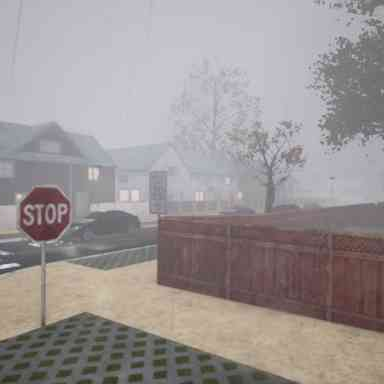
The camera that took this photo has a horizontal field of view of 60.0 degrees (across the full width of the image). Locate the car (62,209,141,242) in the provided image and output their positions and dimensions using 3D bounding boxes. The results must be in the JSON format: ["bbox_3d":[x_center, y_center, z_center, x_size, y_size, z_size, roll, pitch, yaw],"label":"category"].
[{"bbox_3d":[-4.706,1.647,17.469,1.812,1.442,4.674,0,0,36],"label":"car"}]

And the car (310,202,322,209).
[{"bbox_3d":[16.155,2.016,45.241,1.994,1.385,4.181,0,-1,37],"label":"car"}]

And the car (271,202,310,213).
[{"bbox_3d":[8.926,1.784,30.815,1.882,1.535,5.008,0,0,37],"label":"car"}]

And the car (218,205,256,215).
[{"bbox_3d":[3.932,1.824,29.053,1.994,1.385,4.181,0,0,37],"label":"car"}]
